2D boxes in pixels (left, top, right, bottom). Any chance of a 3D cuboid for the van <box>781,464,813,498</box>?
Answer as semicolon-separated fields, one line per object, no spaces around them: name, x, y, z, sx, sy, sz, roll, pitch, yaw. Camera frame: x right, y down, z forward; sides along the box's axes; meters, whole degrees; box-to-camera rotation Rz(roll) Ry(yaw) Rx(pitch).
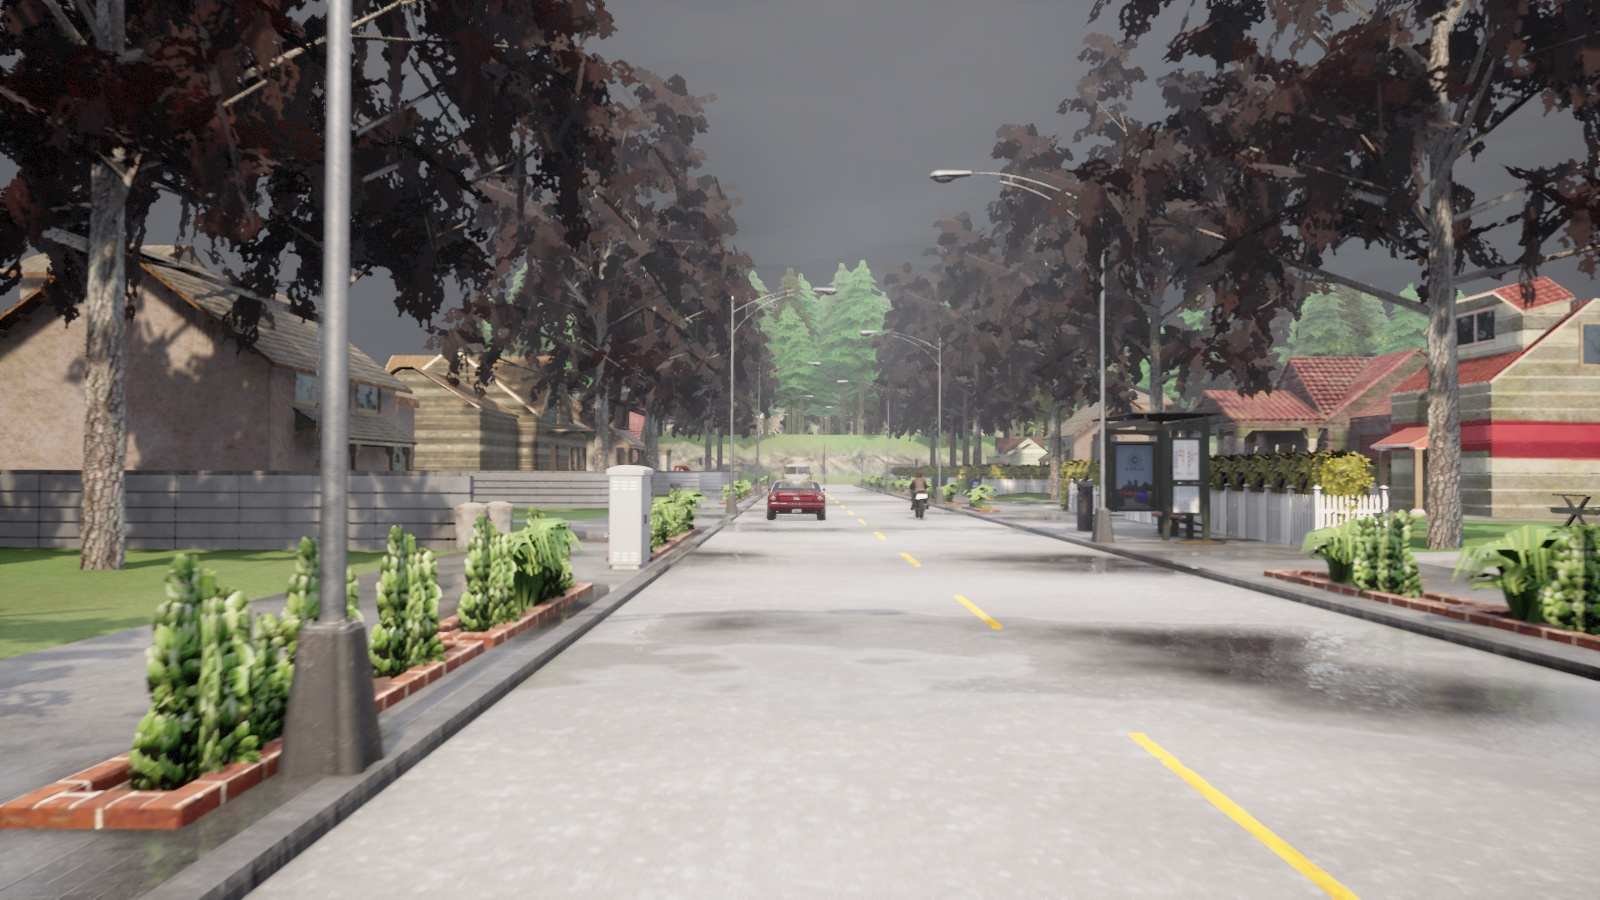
van;-0.179;1.805;73.909;1.775;1.987;4.442;0;-1;0

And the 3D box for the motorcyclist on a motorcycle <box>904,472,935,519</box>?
motorcyclist on a motorcycle;3.900;1.471;41.187;0.797;1.523;2.044;0;-1;0

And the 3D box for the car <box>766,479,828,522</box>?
car;-0.098;1.601;40.924;1.895;1.301;4.718;0;-1;0
